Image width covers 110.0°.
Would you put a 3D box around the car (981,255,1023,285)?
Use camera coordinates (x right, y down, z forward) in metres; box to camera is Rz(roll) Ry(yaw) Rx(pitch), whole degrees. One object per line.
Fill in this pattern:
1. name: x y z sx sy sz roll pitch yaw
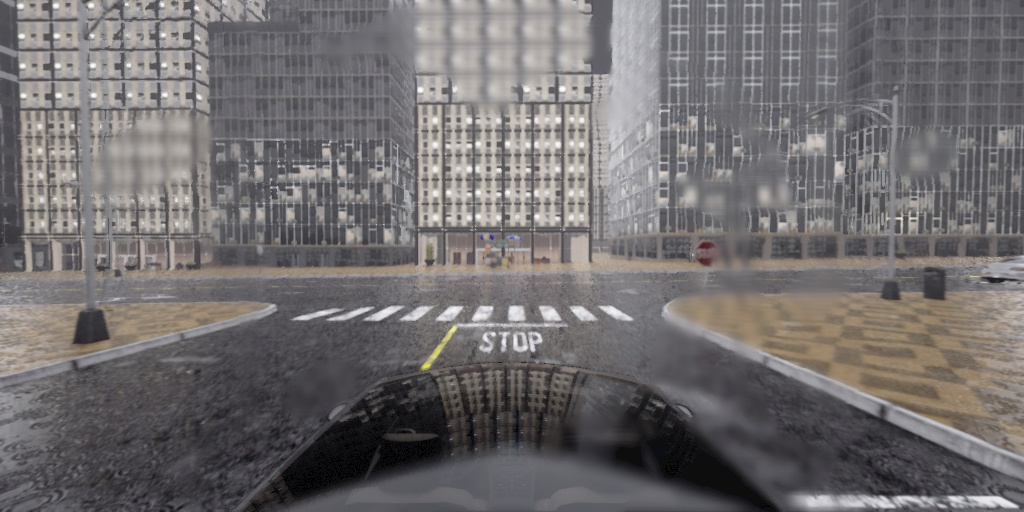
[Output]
1. car: 24.871 0.670 16.673 4.674 1.442 1.812 -1 1 1
